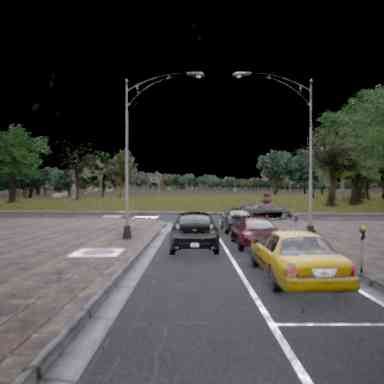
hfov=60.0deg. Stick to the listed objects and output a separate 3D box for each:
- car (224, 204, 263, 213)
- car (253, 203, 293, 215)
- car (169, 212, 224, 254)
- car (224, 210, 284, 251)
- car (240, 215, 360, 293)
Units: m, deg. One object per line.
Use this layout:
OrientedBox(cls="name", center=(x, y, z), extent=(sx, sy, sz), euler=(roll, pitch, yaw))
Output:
OrientedBox(cls="car", center=(2.616, 1.650, 19.779), extent=(2.008, 1.369, 4.403), euler=(-1, 0, 0))
OrientedBox(cls="car", center=(6.612, 1.741, 29.639), extent=(4.902, 1.511, 2.128), euler=(1, 0, -15))
OrientedBox(cls="car", center=(0.095, 1.574, 13.746), extent=(1.837, 1.490, 4.892), euler=(0, 0, 0))
OrientedBox(cls="car", center=(2.618, 1.653, 14.247), extent=(1.802, 1.307, 4.206), euler=(-1, 0, 0))
OrientedBox(cls="car", center=(2.618, 1.570, 8.884), extent=(1.752, 1.417, 4.829), euler=(-1, 0, 0))
